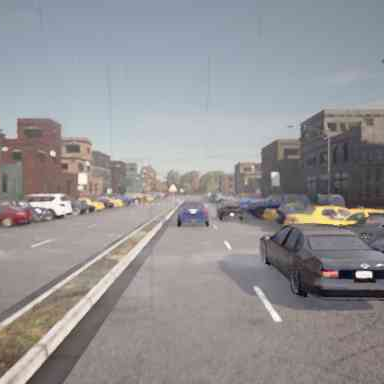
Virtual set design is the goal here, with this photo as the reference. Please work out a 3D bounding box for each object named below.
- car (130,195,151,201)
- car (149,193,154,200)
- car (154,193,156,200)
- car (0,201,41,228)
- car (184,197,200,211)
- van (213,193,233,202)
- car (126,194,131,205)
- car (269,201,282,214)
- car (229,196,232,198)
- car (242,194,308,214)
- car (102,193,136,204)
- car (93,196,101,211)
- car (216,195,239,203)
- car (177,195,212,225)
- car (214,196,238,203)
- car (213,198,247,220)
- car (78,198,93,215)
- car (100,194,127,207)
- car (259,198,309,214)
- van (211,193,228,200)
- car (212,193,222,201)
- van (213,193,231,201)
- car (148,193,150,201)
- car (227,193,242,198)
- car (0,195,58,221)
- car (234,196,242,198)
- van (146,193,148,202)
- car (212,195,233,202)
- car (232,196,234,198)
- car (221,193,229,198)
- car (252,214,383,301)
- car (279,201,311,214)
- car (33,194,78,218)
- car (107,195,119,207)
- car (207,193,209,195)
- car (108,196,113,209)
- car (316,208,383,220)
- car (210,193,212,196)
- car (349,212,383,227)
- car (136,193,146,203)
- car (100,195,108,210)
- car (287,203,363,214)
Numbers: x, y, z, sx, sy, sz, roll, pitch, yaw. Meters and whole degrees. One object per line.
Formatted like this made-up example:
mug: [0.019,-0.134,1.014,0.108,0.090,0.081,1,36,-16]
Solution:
car: [-12.747,1.521,82.748,5.008,1.535,2.097,0,0,0]
car: [-12.562,1.517,79.969,5.366,1.575,1.946,0,0,0]
car: [-12.757,1.524,88.309,5.008,1.535,2.097,0,0,0]
car: [-12.720,1.494,21.485,4.674,1.452,2.002,0,0,0]
car: [0.028,1.488,41.592,1.882,1.535,5.008,0,0,0]
van: [7.361,1.326,78.753,4.442,1.987,1.878,0,0,0]
car: [-12.693,1.494,52.174,4.892,1.521,2.231,0,0,0]
car: [7.652,1.480,20.843,4.792,1.488,2.163,0,0,0]
car: [7.564,1.536,43.030,4.674,1.452,2.002,0,0,0]
car: [7.574,1.207,29.114,5.566,2.045,2.435,0,0,0]
car: [-12.676,1.246,54.953,5.566,2.045,2.435,0,0,0]
car: [-12.674,1.493,35.505,4.792,1.488,2.163,0,0,0]
car: [7.529,1.425,70.356,4.553,1.767,2.185,0,0,0]
car: [0.074,1.323,23.579,2.097,1.767,4.553,0,0,0]
car: [7.486,1.551,73.112,5.008,1.535,2.097,0,0,0]
car: [3.065,1.481,27.938,1.837,1.490,4.892,0,0,0]
car: [-12.678,1.489,32.728,4.792,1.488,2.163,0,0,0]
car: [-12.700,1.488,49.394,5.008,1.535,2.097,0,0,0]
car: [7.801,1.448,23.602,5.366,1.575,1.946,0,0,0]
van: [7.560,1.328,92.542,4.442,1.987,1.878,0,0,0]
car: [7.533,1.298,67.721,5.566,2.045,2.435,0,0,0]
van: [7.580,1.325,84.269,4.442,1.987,1.878,0,0,0]
car: [-12.745,1.559,77.189,4.674,1.452,2.002,0,0,0]
car: [7.529,1.379,45.658,4.553,1.767,2.185,0,0,0]
car: [-12.751,1.328,24.355,4.553,1.767,2.185,0,0,0]
car: [7.576,1.478,37.385,5.008,1.535,2.097,0,0,0]
van: [-12.854,1.291,74.410,4.442,1.987,1.878,0,0,0]
car: [7.476,1.551,81.511,5.008,1.535,2.097,0,0,0]
car: [7.572,1.526,40.142,4.674,1.452,2.002,0,0,0]
car: [7.525,1.261,48.416,5.566,2.045,2.435,0,0,0]
car: [3.095,1.527,8.494,2.033,1.411,5.357,0,0,0]
car: [7.815,1.447,18.087,5.366,1.575,1.946,0,0,0]
car: [-12.743,1.203,27.168,5.566,2.045,2.435,0,0,0]
car: [-12.697,1.478,43.718,5.008,1.535,2.097,0,0,0]
car: [7.264,1.550,89.782,5.366,1.575,1.946,0,0,0]
car: [-12.724,1.503,41.063,4.792,1.488,2.163,0,0,0]
car: [7.604,1.484,12.566,4.792,1.488,2.163,0,0,0]
car: [7.513,1.301,75.995,5.566,2.045,2.435,0,0,0]
car: [7.606,1.487,9.811,4.792,1.488,2.163,0,0,0]
car: [-12.722,1.514,68.851,4.892,1.521,2.231,0,0,0]
car: [-12.885,1.465,38.285,5.366,1.575,1.946,0,0,0]
car: [7.446,1.449,15.324,5.366,1.575,1.946,0,0,0]
